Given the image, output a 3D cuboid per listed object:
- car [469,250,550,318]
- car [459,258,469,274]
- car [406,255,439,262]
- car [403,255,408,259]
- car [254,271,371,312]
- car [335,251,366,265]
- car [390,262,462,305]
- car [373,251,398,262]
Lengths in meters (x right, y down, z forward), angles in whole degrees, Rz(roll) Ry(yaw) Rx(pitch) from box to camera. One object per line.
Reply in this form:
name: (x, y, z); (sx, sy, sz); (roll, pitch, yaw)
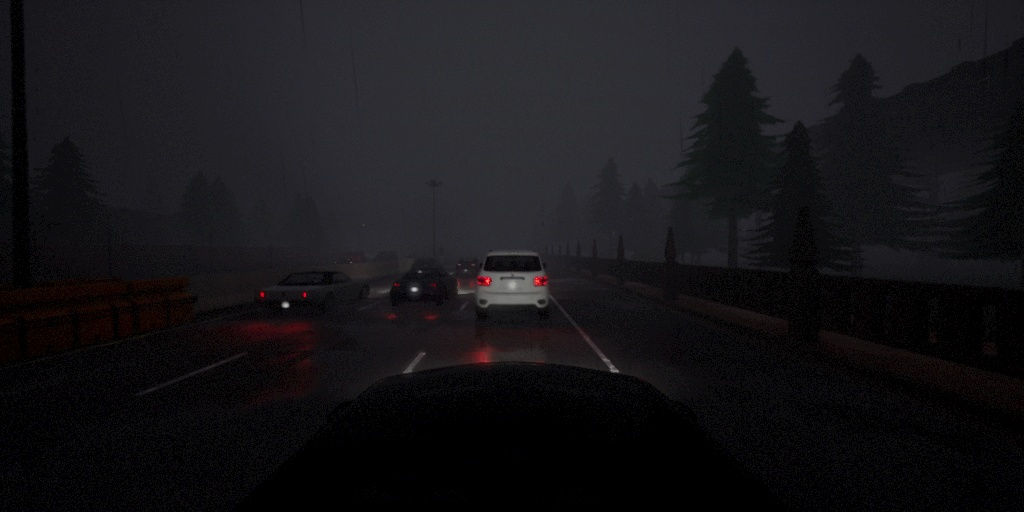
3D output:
car: (0.032, 0.824, 12.309); (2.150, 2.045, 5.566); (0, 0, 0)
car: (-3.488, 0.857, 29.725); (2.128, 1.511, 4.902); (0, 1, 0)
car: (-6.986, 0.871, 29.805); (1.837, 1.490, 4.892); (0, 1, 0)
car: (-14.401, 0.545, 51.372); (1.882, 1.535, 5.008); (0, 0, -3)
car: (-6.963, 1.192, 13.261); (1.895, 1.301, 4.718); (0, 1, 0)
car: (-21.248, 0.342, 47.525); (2.150, 2.045, 5.566); (0, 1, -1)
car: (-3.456, 1.134, 14.732); (1.994, 1.385, 4.181); (0, 1, 0)
car: (-17.845, 0.297, 51.009); (2.150, 2.045, 5.566); (0, 0, -2)
